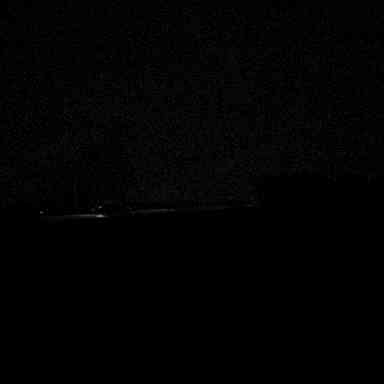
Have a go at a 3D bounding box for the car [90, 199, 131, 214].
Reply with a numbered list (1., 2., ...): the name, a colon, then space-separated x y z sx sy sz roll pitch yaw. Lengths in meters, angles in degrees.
1. car: -8.391 1.496 34.641 1.812 1.442 4.674 -1 -1 35

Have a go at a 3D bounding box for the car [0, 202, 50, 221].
1. car: -14.142 1.540 26.440 2.033 1.411 5.357 -1 -1 34

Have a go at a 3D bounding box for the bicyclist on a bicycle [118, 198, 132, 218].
1. bicyclist on a bicycle: -5.672 1.351 28.116 1.656 1.620 0.582 0 0 35

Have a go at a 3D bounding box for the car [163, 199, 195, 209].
1. car: -1.690 1.558 44.114 1.895 1.301 4.718 -1 -1 35

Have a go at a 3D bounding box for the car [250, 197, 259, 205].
1. car: 11.958 1.477 58.540 2.128 1.511 4.902 -1 -1 35

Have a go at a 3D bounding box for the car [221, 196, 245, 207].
1. car: 6.256 1.406 50.361 1.882 1.535 5.008 -1 -1 36
